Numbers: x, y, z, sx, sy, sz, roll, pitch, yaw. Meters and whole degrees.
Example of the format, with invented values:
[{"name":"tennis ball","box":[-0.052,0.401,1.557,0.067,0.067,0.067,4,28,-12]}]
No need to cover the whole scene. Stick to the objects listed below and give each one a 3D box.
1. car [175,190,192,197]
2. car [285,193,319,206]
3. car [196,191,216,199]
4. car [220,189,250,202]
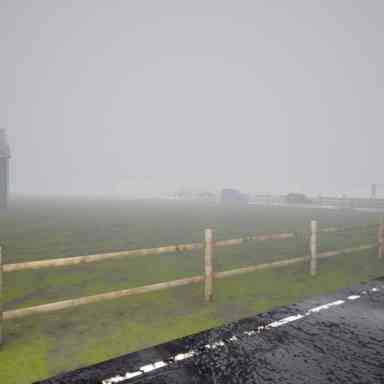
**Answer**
[{"name":"car","box":[-1.814,0.362,71.802,1.837,1.490,4.892,0,1,-36]},{"name":"car","box":[14.334,0.877,42.978,2.097,1.767,4.553,0,1,-35]},{"name":"car","box":[2.751,0.597,65.460,1.837,1.490,4.892,0,1,-35]},{"name":"car","box":[6.850,0.516,53.484,2.150,2.045,5.566,0,1,-35]}]
